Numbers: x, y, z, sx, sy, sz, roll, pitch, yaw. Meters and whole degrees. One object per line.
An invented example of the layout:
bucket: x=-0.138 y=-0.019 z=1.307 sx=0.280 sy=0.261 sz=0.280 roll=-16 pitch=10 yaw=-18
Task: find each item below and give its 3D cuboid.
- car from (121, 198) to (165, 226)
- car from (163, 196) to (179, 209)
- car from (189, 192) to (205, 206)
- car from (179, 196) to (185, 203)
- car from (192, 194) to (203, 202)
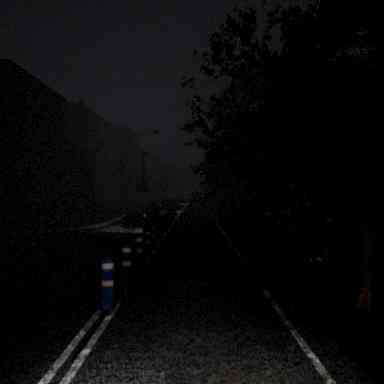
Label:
car: x=-3.452 y=1.423 z=23.273 sx=1.882 sy=1.535 sz=5.008 roll=0 pitch=0 yaw=6
car: x=-2.873 y=1.365 z=39.511 sx=1.837 sy=1.490 sz=4.892 roll=0 pitch=1 yaw=1
car: x=0.803 y=1.025 z=49.720 sx=2.150 sy=2.045 sz=5.566 roll=0 pitch=0 yaw=1
car: x=-2.311 y=1.335 z=60.524 sx=1.895 sy=1.301 sz=4.718 roll=0 pitch=0 yaw=2
car: x=1.127 y=1.214 z=68.720 sx=2.033 sy=1.411 sz=5.357 roll=0 pitch=0 yaw=1
